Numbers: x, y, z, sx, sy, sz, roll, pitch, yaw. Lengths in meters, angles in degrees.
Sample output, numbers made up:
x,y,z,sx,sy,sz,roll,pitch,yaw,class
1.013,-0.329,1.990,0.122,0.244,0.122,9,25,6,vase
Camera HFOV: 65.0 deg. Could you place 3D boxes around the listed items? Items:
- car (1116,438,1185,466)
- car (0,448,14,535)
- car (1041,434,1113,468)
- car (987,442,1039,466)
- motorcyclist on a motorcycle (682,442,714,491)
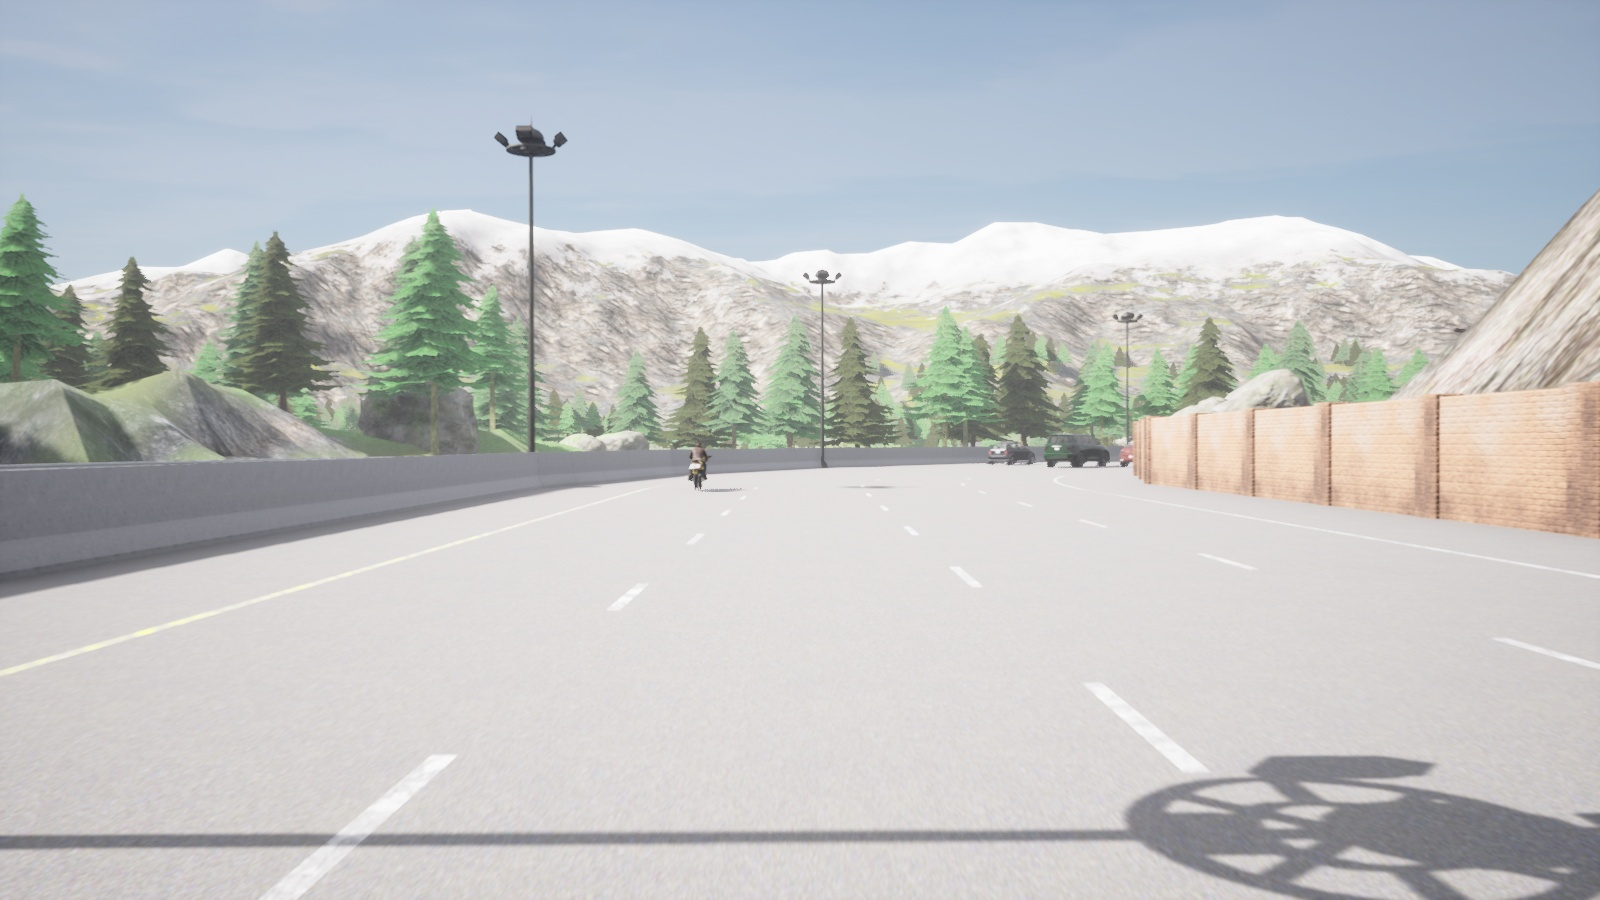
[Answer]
x,y,z,sx,sy,sz,roll,pitch,yaw,class
21.431,0.110,76.612,2.152,1.651,5.027,0,0,40,car
-13.895,0.682,17.862,2.033,1.411,5.357,0,0,0,car
16.972,0.047,76.729,2.150,2.045,5.566,0,0,38,car
14.336,0.260,84.415,1.789,1.549,3.705,0,0,41,car
-3.229,0.500,39.992,0.797,1.523,2.044,1,0,1,motorcyclist on a motorcycle
